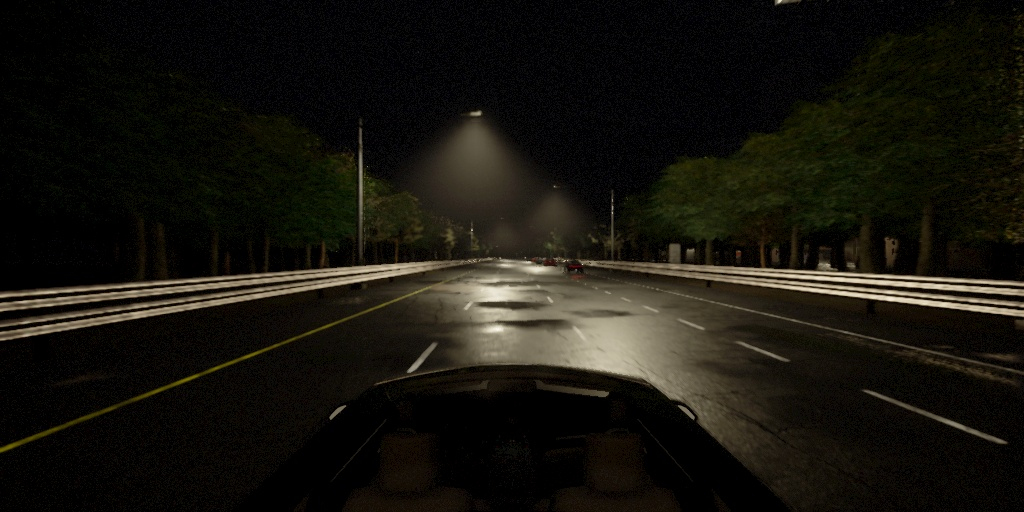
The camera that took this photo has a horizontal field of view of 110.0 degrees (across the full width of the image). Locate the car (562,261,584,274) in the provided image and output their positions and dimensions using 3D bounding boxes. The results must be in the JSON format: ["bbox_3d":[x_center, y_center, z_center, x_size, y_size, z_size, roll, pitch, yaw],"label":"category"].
[{"bbox_3d":[6.972,1.276,41.300,1.837,1.490,4.892,0,0,0],"label":"car"}]
